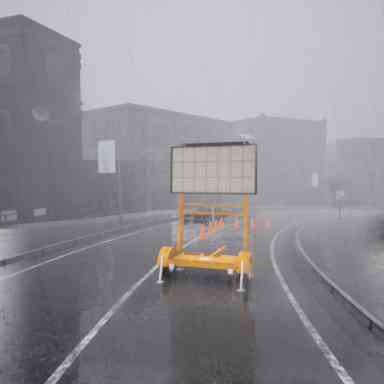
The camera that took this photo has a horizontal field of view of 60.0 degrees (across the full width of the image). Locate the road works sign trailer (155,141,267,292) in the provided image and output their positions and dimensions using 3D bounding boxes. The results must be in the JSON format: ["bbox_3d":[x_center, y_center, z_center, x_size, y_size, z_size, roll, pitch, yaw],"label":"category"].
[{"bbox_3d":[0.607,0.457,9.147,2.380,3.560,2.880,1,0,18],"label":"road works sign trailer"}]

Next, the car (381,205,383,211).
[{"bbox_3d":[31.609,2.323,51.460,4.674,1.442,1.812,3,3,-19],"label":"car"}]

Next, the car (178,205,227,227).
[{"bbox_3d":[0.806,1.524,22.497,1.895,1.301,4.718,2,1,23],"label":"car"}]

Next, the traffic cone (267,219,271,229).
[{"bbox_3d":[4.833,2.014,21.040,0.340,0.580,0.340,2,0,14],"label":"traffic cone"}]
